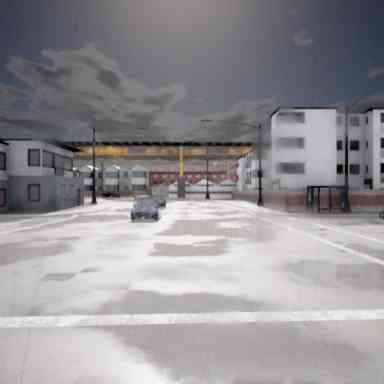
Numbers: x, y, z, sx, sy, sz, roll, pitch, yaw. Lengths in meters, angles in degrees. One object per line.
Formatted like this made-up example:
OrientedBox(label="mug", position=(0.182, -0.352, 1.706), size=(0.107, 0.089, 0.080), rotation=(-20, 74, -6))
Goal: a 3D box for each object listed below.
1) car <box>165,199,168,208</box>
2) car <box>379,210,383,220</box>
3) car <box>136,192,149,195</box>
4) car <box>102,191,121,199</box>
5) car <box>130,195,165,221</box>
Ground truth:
OrientedBox(label="car", position=(-4.186, 1.156, 41.850), size=(1.837, 1.490, 4.892), rotation=(0, 1, -7))
OrientedBox(label="car", position=(16.512, 1.509, 24.746), size=(4.674, 1.442, 1.812), rotation=(0, 0, 1))
OrientedBox(label="car", position=(-8.389, 0.797, 56.635), size=(1.812, 1.442, 4.674), rotation=(0, 1, -26))
OrientedBox(label="car", position=(-16.391, 0.556, 67.677), size=(1.882, 1.535, 5.008), rotation=(0, 0, -43))
OrientedBox(label="car", position=(-3.652, 1.367, 26.957), size=(2.097, 1.767, 4.553), rotation=(0, 0, 0))
